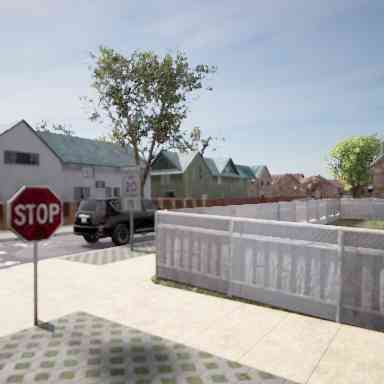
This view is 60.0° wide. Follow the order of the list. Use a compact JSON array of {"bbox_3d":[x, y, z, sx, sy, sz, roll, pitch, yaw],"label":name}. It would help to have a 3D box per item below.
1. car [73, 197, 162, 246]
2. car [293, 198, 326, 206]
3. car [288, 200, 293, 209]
[{"bbox_3d":[-2.885,1.250,15.785,2.150,2.045,5.566,-1,-1,34],"label":"car"},{"bbox_3d":[14.512,1.505,41.003,2.097,1.767,4.553,-1,-1,35],"label":"car"},{"bbox_3d":[14.774,1.704,46.322,2.128,1.511,4.902,-1,-1,34],"label":"car"}]
